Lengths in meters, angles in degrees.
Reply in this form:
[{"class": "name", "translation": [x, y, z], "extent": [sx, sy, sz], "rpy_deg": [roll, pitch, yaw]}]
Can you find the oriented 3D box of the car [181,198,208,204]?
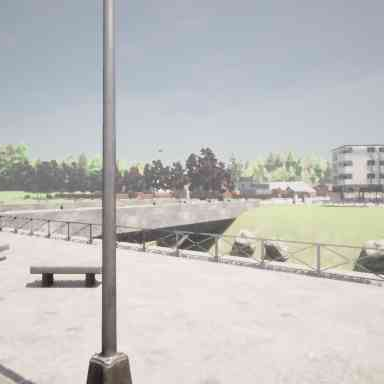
[{"class": "car", "translation": [0.434, 1.601, 49.345], "extent": [1.895, 1.301, 4.718], "rpy_deg": [0, 0, 36]}]
